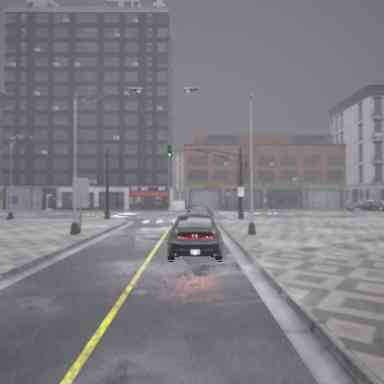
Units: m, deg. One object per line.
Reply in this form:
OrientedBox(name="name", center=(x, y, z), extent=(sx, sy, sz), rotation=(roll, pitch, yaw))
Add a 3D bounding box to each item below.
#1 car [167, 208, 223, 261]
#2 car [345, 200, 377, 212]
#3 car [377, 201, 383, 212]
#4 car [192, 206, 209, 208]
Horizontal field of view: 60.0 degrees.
OrientedBox(name="car", center=(0.099, 1.593, 12.601), extent=(1.837, 1.490, 4.892), rotation=(0, 0, 0))
OrientedBox(name="car", center=(22.115, 1.797, 42.438), extent=(4.892, 1.490, 1.837), rotation=(0, -1, 0))
OrientedBox(name="car", center=(24.753, 1.801, 39.190), extent=(4.181, 1.385, 1.994), rotation=(0, -1, 0))
OrientedBox(name="car", center=(0.659, 1.744, 25.950), extent=(1.994, 1.385, 4.181), rotation=(0, 0, 9))
